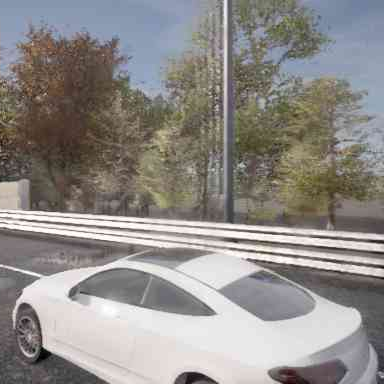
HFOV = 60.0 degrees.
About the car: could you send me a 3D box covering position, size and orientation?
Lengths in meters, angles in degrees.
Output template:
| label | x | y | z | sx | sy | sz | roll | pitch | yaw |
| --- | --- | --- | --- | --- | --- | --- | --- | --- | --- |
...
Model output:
| label | x | y | z | sx | sy | sz | roll | pitch | yaw |
| --- | --- | --- | --- | --- | --- | --- | --- | --- | --- |
| car | -0.376 | 1.442 | 4.115 | 4.674 | 1.442 | 1.812 | 0 | 0 | 38 |
